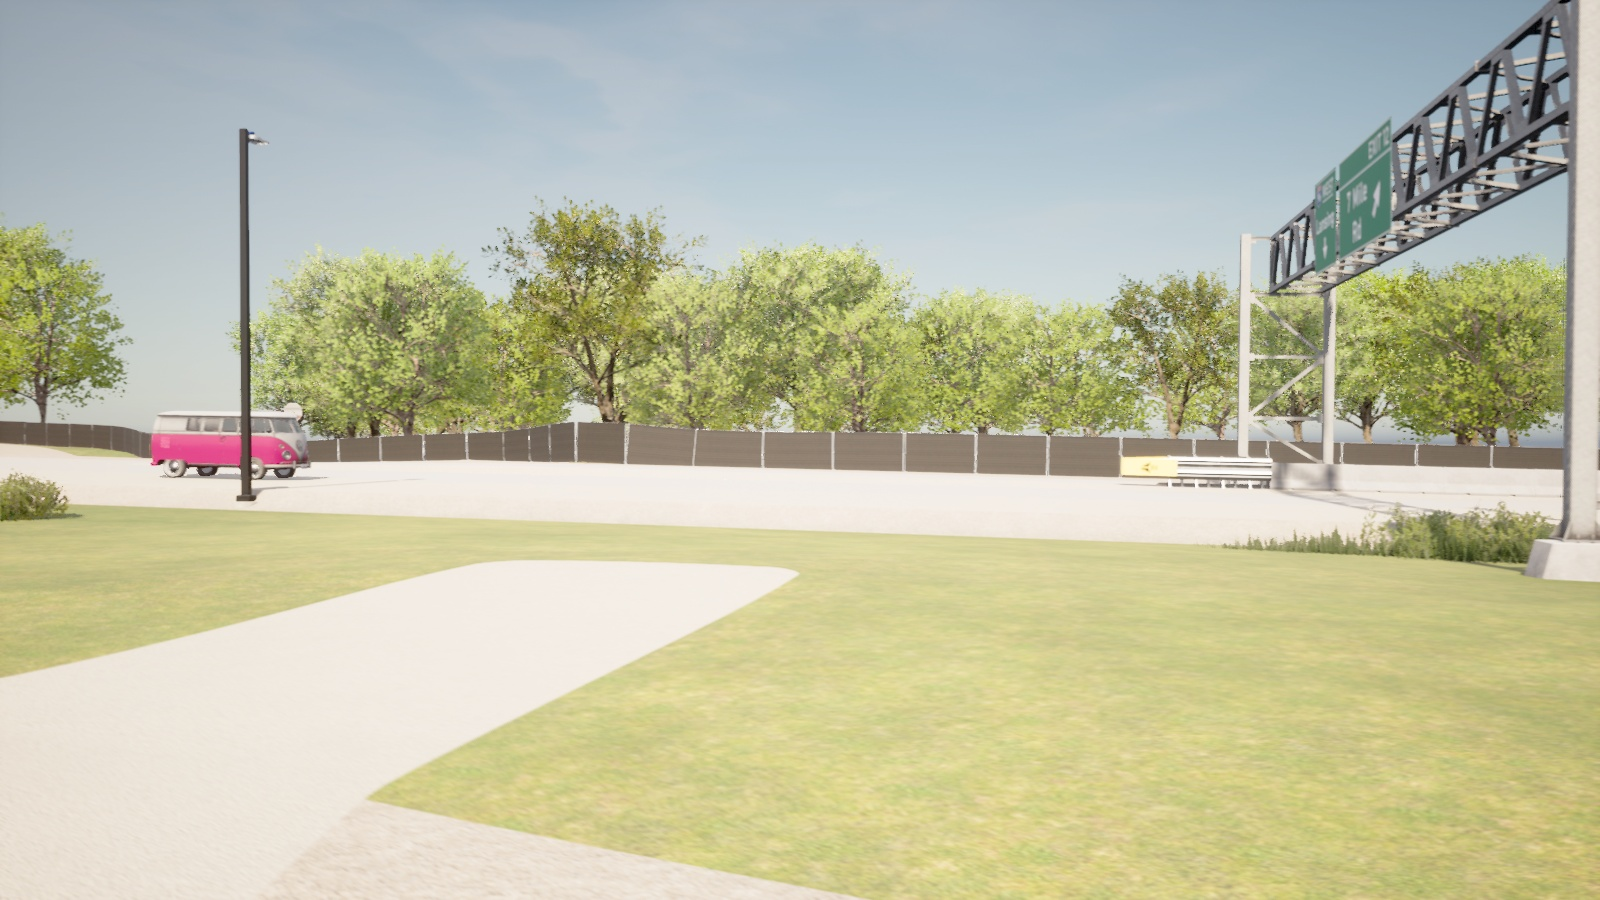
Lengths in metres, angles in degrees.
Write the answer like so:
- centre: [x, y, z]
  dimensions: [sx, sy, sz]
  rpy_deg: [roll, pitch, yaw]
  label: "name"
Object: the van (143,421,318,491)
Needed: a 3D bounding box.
- centre: [-16.601, 0.149, 36.678]
  dimensions: [4.442, 1.987, 1.775]
  rpy_deg: [0, 1, 10]
  label: "van"
